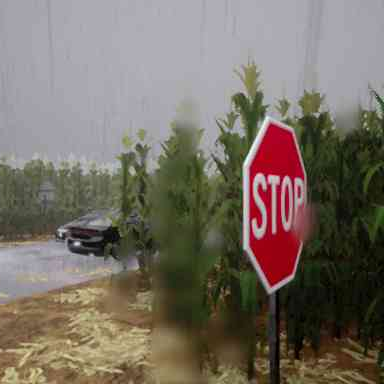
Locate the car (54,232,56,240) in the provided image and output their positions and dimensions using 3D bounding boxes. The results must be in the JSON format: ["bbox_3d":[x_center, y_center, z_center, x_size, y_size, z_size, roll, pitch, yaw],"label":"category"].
[{"bbox_3d":[-3.909,1.500,15.434,2.128,1.511,4.902,0,0,34],"label":"car"}]

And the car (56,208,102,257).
[{"bbox_3d":[-2.125,1.470,12.344,1.882,1.535,5.008,0,0,36],"label":"car"}]
